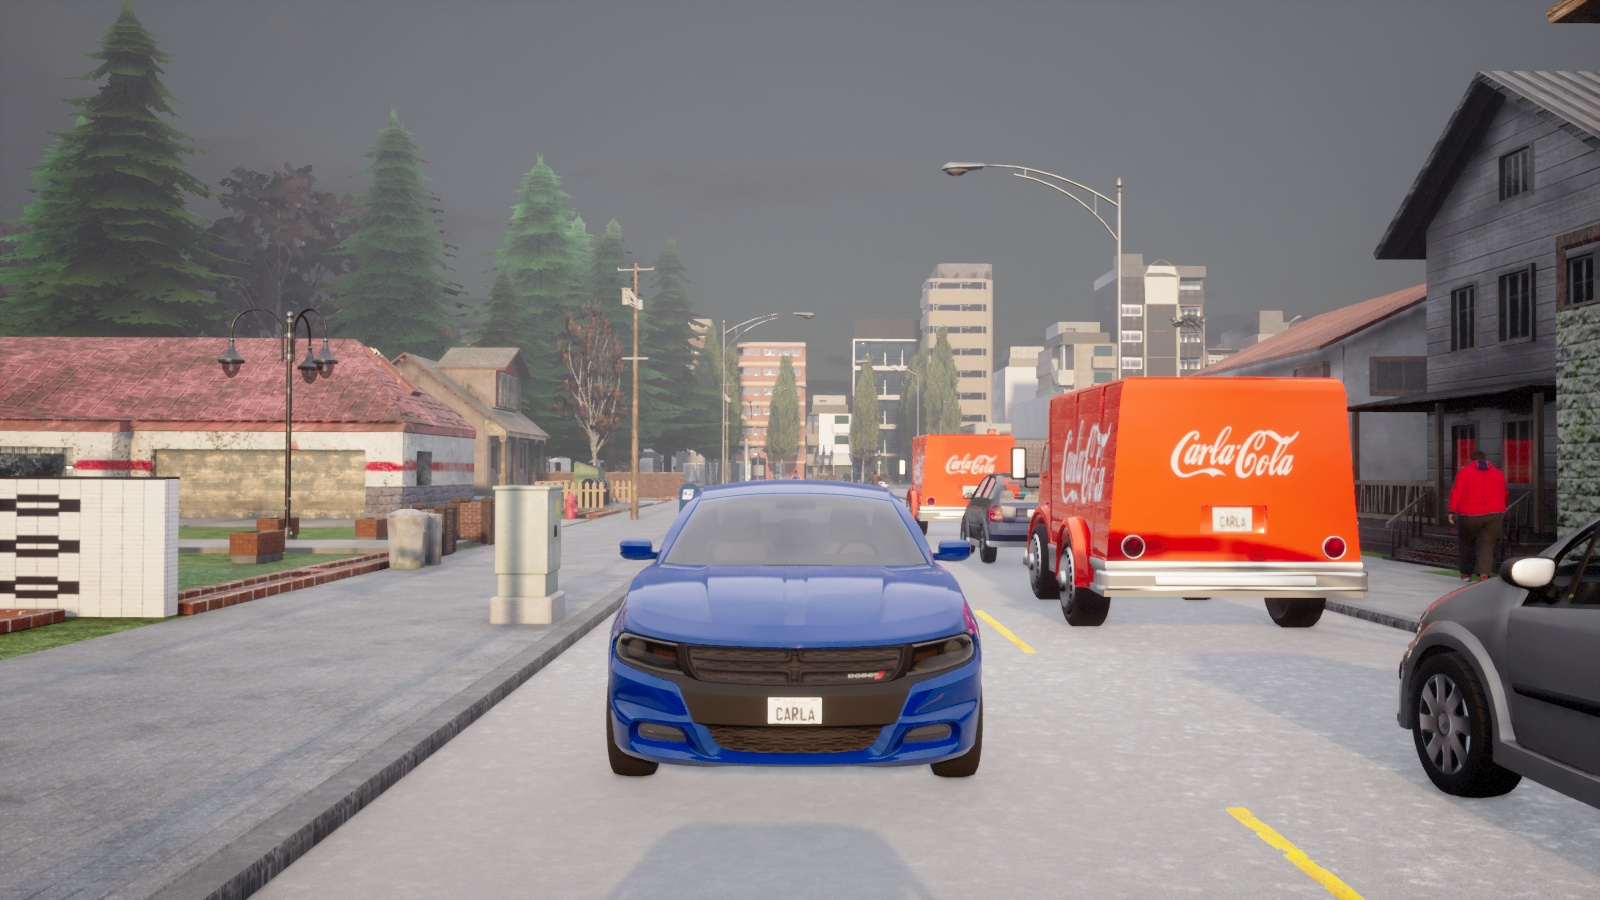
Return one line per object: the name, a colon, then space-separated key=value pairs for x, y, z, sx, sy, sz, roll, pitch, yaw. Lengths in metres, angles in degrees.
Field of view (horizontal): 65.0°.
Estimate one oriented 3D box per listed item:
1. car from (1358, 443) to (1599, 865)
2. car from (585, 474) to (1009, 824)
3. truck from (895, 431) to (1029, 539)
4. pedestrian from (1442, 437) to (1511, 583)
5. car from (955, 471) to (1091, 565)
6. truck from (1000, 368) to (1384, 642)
car: x=3.986 y=0.778 z=4.860 sx=1.851 sy=1.617 sz=3.988 roll=0 pitch=-1 yaw=0
car: x=-0.024 y=0.928 z=8.083 sx=1.882 sy=1.535 sz=5.008 roll=0 pitch=-1 yaw=0
truck: x=3.919 y=0.840 z=31.491 sx=2.627 sy=2.467 sz=5.204 roll=0 pitch=-1 yaw=-1
pedestrian: x=8.826 y=0.764 z=16.410 sx=0.634 sy=1.844 sz=0.899 roll=-1 pitch=-1 yaw=19
car: x=3.938 y=1.158 z=22.732 sx=1.789 sy=1.549 sz=3.705 roll=0 pitch=-1 yaw=0
truck: x=3.953 y=0.543 z=13.943 sx=2.627 sy=2.467 sz=5.204 roll=0 pitch=-1 yaw=0
